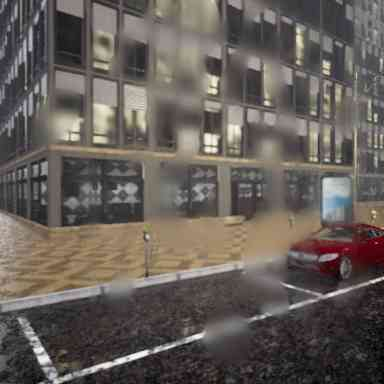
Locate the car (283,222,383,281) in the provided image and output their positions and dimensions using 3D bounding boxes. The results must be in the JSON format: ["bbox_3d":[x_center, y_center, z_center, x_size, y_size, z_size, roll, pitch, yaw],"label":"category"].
[{"bbox_3d":[4.515,1.579,9.782,4.206,1.307,1.802,0,0,-35],"label":"car"}]
